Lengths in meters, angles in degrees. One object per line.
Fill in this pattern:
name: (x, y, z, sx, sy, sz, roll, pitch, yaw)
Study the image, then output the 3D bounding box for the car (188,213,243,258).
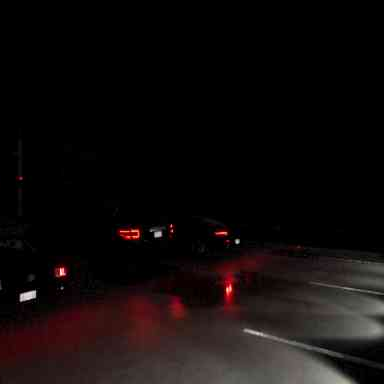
car: (-0.310, 1.526, 12.761, 4.674, 1.442, 1.812, 0, 0, 36)

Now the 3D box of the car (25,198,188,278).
car: (-3.075, 1.221, 10.444, 5.566, 2.045, 2.150, 0, 0, 36)

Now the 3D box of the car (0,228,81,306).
car: (-4.773, 1.601, 7.353, 4.718, 1.301, 1.895, 0, 0, 36)
